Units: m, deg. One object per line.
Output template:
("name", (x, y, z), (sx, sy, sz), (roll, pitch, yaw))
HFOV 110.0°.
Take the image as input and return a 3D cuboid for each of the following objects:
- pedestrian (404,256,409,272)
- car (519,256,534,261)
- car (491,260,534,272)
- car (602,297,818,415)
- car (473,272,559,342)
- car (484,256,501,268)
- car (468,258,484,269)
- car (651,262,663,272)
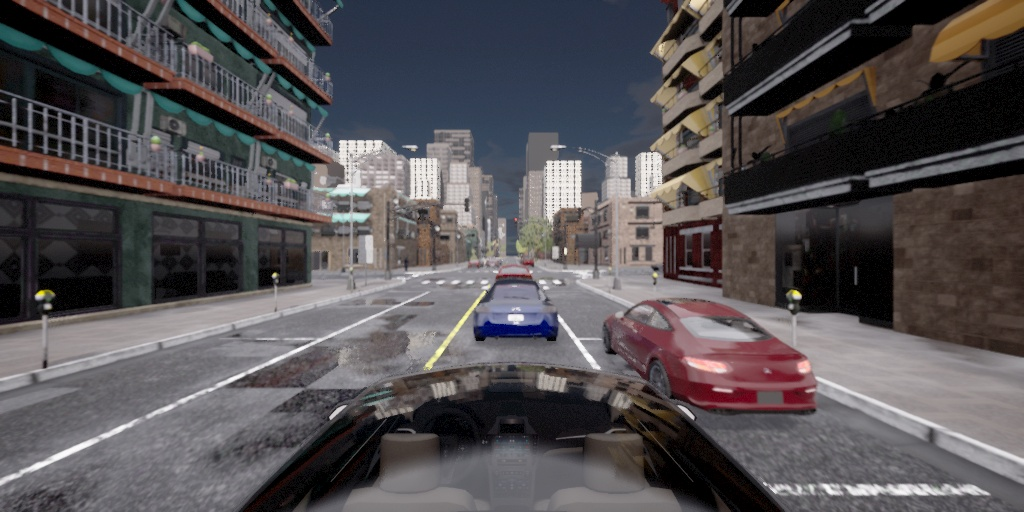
("pedestrian", (-12.503, 0.938, 42.303), (0.375, 1.860, 0.375), (0, 1, 0))
("car", (2.703, 0.937, 60.565), (2.192, 1.841, 5.009), (0, 0, 0))
("car", (0.102, 1.184, 18.757), (1.882, 1.535, 5.008), (0, 0, 0))
("car", (2.690, 1.321, 5.813), (1.802, 1.307, 4.207), (0, 0, 0))
("car", (0.096, 1.292, 9.693), (1.994, 1.385, 4.181), (0, 0, 0))
("car", (-3.049, 1.151, 57.848), (1.812, 1.442, 4.674), (0, 0, 0))
("car", (-5.767, 1.175, 55.045), (1.888, 1.381, 4.507), (0, 0, 0))
("car", (17.504, 1.014, 39.367), (4.313, 1.339, 1.948), (0, 0, 0))
